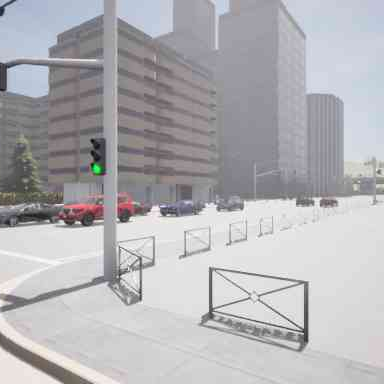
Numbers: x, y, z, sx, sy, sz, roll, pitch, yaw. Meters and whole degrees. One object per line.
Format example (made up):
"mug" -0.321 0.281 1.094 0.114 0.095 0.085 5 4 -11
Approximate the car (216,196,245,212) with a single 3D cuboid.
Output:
"car" 4.679 1.526 39.790 1.812 1.442 4.674 0 0 35

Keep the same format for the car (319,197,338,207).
"car" 20.874 1.478 50.652 1.882 1.535 5.008 0 0 35

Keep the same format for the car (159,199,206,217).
"car" -1.006 1.601 31.569 1.895 1.301 4.718 0 0 35

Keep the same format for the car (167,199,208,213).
"car" -0.407 1.547 38.601 2.033 1.411 5.357 0 0 35

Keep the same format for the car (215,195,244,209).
"car" 5.385 1.352 46.938 2.097 1.767 4.553 0 0 35

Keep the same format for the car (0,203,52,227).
"car" -11.213 1.492 22.925 2.128 1.511 4.902 0 0 35

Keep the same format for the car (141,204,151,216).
"car" -5.953 1.601 30.557 1.895 1.301 4.718 0 0 35

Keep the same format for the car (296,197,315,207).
"car" 17.950 1.478 52.546 1.882 1.535 5.008 0 0 35

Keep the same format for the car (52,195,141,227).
"car" -6.550 1.221 23.524 2.150 2.045 5.566 0 0 35
